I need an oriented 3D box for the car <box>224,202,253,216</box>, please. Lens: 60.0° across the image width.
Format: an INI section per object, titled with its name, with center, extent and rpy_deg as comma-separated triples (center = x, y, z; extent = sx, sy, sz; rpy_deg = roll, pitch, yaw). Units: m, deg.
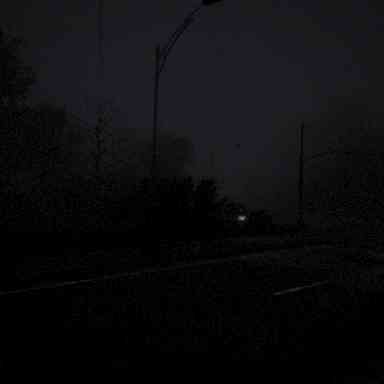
[car]
center = 5.264, 1.942, 37.495
extent = 1.837, 1.490, 4.892
rpy_deg = 2, 2, -21
